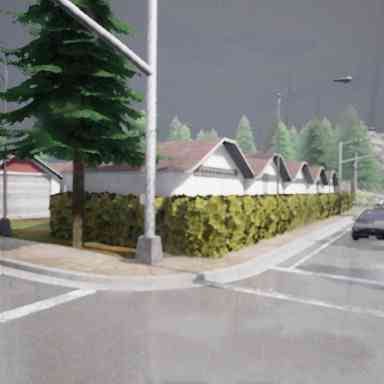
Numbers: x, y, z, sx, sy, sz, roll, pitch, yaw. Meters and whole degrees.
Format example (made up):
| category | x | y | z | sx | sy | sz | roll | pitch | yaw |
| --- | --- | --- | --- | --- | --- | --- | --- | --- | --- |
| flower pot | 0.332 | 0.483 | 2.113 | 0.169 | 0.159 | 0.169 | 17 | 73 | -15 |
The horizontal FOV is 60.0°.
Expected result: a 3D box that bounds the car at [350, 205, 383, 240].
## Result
| category | x | y | z | sx | sy | sz | roll | pitch | yaw |
| --- | --- | --- | --- | --- | --- | --- | --- | --- | --- |
| car | 9.260 | 1.586 | 16.618 | 2.033 | 1.411 | 5.357 | 1 | 1 | 33 |
